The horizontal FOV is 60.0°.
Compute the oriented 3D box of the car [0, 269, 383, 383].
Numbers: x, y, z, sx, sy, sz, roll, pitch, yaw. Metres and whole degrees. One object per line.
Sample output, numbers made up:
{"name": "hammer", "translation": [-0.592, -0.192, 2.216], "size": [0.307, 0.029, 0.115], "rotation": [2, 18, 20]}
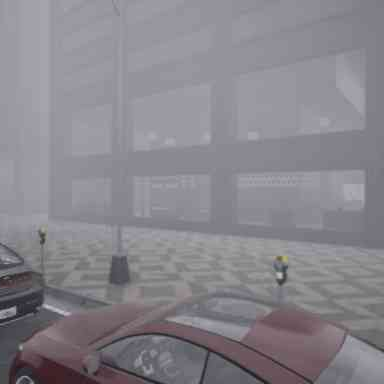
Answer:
{"name": "car", "translation": [0.105, 1.581, 2.886], "size": [4.206, 1.307, 1.802], "rotation": [0, 0, 35]}

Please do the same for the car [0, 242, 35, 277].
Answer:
{"name": "car", "translation": [-4.484, 1.545, 6.158], "size": [4.403, 1.369, 2.008], "rotation": [0, 0, 35]}
